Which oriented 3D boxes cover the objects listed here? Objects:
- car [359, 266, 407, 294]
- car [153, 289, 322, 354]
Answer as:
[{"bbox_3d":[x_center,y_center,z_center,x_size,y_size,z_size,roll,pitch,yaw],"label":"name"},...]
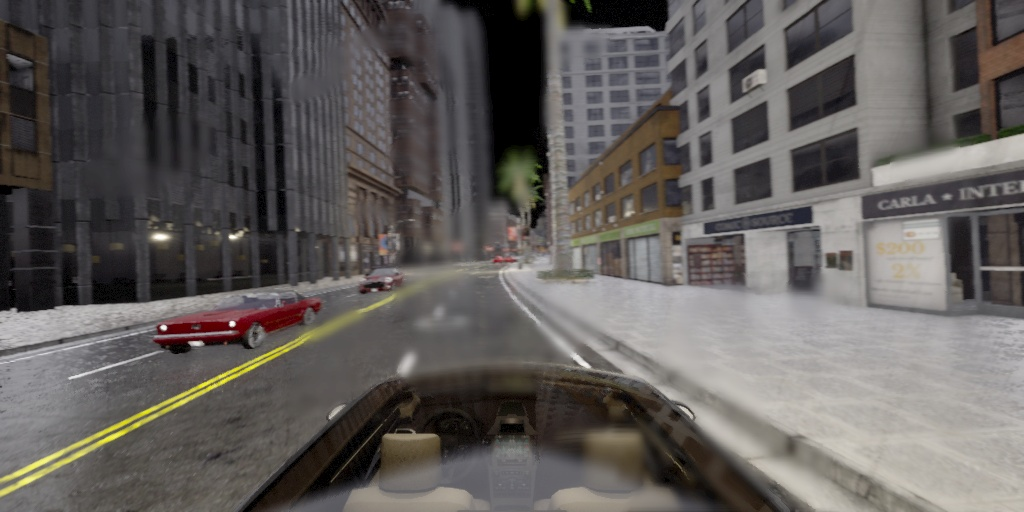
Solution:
[{"bbox_3d":[-8.623,1.526,24.231,2.097,1.767,4.553,-2,0,-4],"label":"car"},{"bbox_3d":[-7.385,1.690,10.312,1.895,1.301,4.718,-2,0,-6],"label":"car"}]
